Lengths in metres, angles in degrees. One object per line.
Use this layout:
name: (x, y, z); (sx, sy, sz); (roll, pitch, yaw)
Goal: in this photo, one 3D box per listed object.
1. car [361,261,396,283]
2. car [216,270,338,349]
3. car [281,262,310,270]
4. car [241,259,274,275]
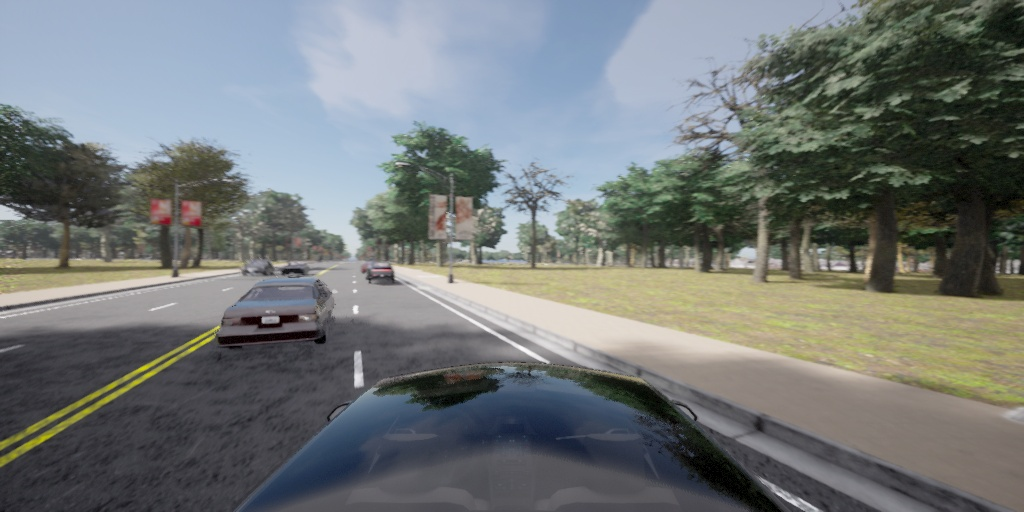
car: (-9.832, 1.169, 26.734); (2.128, 1.511, 4.902); (1, 0, -24)
car: (-5.573, 1.242, 9.067); (2.033, 1.411, 5.357); (1, 0, -24)
car: (-20.047, 1.206, 33.310); (1.895, 1.301, 4.718); (1, 0, -24)
car: (-23.753, 1.066, 33.672); (2.128, 1.511, 4.902); (1, 0, -24)
